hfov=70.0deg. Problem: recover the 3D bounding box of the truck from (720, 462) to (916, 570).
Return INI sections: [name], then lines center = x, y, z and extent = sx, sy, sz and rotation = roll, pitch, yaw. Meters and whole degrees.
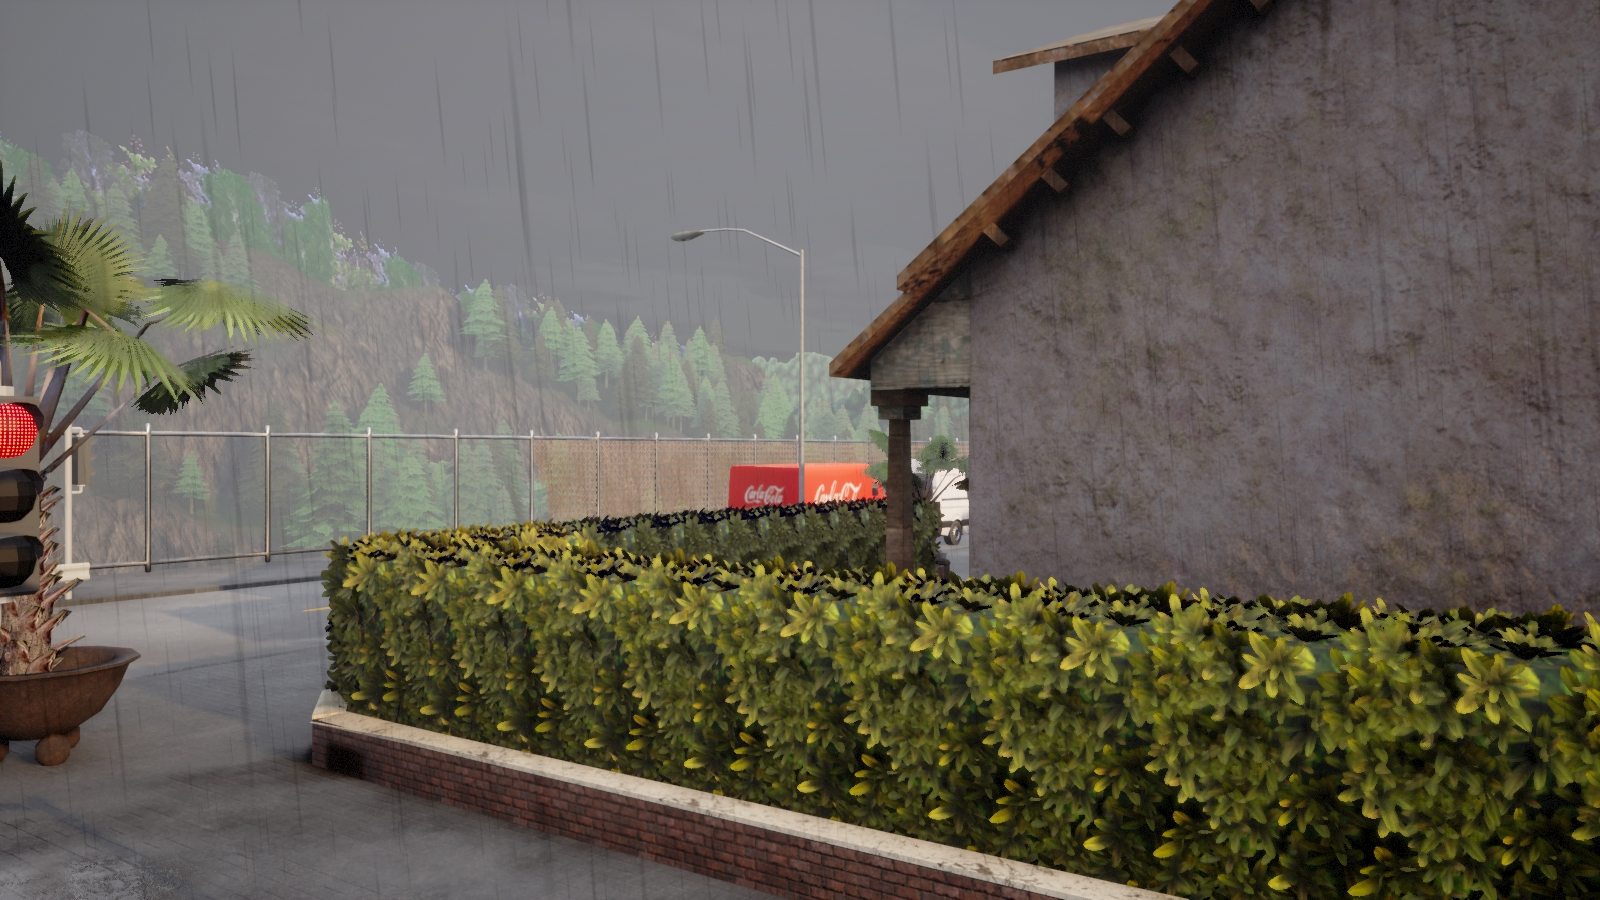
[truck]
center = 0.584, 1.568, 29.600
extent = 2.627, 2.467, 5.204
rotation = 0, 0, 35
